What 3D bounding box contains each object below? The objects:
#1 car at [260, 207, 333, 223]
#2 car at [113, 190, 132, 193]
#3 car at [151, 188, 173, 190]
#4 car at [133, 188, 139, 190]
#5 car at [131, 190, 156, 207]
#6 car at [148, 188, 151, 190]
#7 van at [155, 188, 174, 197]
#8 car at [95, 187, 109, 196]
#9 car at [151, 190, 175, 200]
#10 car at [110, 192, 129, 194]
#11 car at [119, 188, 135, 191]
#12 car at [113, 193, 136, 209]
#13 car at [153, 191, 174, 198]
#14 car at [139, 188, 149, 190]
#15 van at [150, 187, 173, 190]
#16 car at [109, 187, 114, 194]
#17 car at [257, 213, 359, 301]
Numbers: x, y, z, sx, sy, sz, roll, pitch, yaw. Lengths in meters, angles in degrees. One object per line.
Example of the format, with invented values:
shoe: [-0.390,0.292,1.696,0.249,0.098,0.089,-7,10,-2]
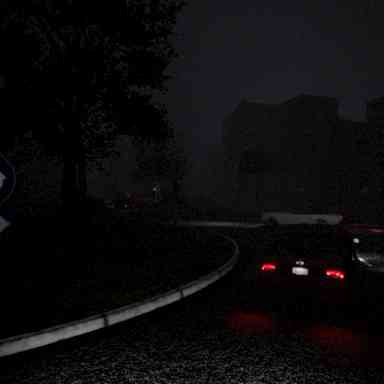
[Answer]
car: [6.699,1.559,20.650,4.718,1.301,1.895,0,0,29]
car: [-12.568,0.870,60.111,2.033,1.411,5.357,0,1,-6]
car: [-5.210,0.603,63.993,4.553,1.767,2.185,0,1,-6]
car: [-14.527,0.231,79.830,1.895,1.301,4.718,0,2,-3]
car: [-6.636,1.035,45.183,2.097,1.767,4.553,0,1,-16]
car: [-5.795,0.339,69.459,5.566,2.045,2.435,0,2,-6]
van: [-6.431,0.143,77.485,4.442,1.987,1.878,0,2,-4]
car: [-23.671,0.084,86.148,2.097,1.535,5.008,0,2,-2]
car: [-4.958,0.797,61.253,4.892,1.521,2.231,0,1,-6]
car: [-10.903,1.114,50.207,1.994,1.385,4.181,0,1,-11]
car: [-13.708,0.552,69.974,1.882,1.535,5.008,0,2,-5]
car: [-8.344,1.276,40.475,1.837,1.490,4.892,0,1,-18]
car: [-6.335,0.485,74.780,4.674,1.452,2.002,0,2,-4]
car: [-11.555,0.316,80.467,2.128,1.511,4.902,0,2,-3]
van: [-5.646,0.433,66.716,4.442,1.987,1.878,0,1,-6]
car: [-23.815,-0.053,91.638,2.163,1.488,4.792,0,2,0]
car: [3.150,1.532,8.523,2.033,1.411,5.357,0,0,26]
